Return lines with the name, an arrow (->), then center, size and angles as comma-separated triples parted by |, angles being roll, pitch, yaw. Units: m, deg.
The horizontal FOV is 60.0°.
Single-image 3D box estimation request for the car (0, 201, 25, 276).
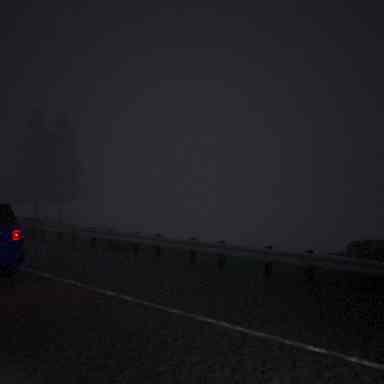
car -> -6.774, 1.231, 9.181 | 5.566, 2.045, 2.150 | 0, 0, 38
